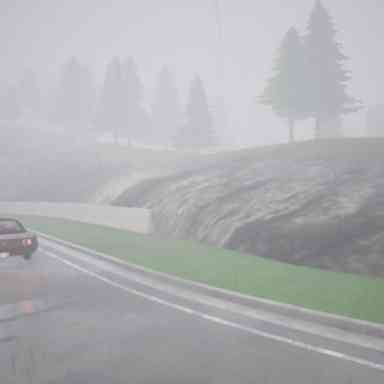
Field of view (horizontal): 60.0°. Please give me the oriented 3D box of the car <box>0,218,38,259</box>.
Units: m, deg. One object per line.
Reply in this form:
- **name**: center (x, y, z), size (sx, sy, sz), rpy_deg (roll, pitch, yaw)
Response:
- **car**: center (-6.924, 1.541, 11.428), size (1.895, 1.301, 4.718), rpy_deg (0, 0, -40)
